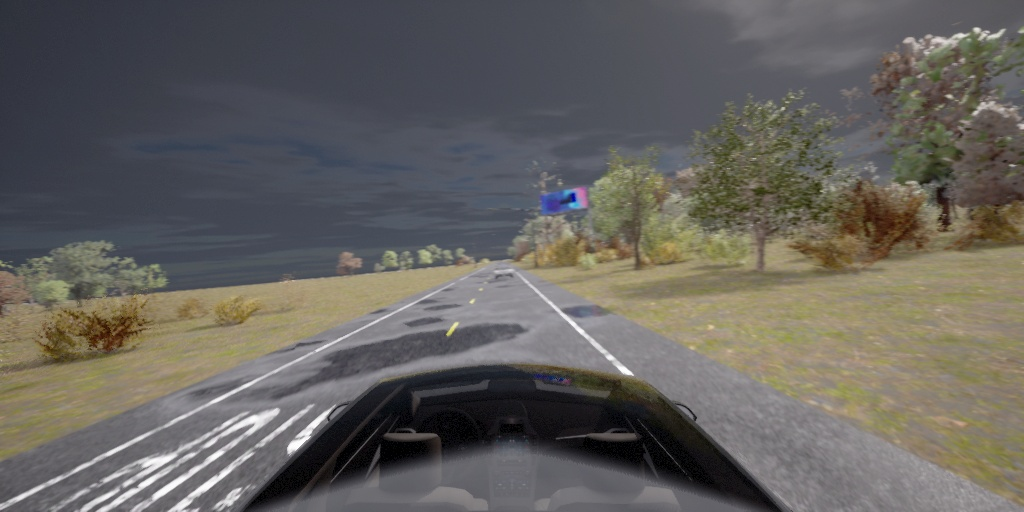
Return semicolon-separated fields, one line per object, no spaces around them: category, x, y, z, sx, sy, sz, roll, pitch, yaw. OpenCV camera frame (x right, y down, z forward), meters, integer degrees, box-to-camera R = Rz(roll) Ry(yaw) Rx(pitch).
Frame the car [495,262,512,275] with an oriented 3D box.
car;-1.148;1.694;49.697;2.128;1.511;4.902;-6;0;-1

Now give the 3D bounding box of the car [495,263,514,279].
car;-0.842;1.690;38.098;1.895;1.301;4.718;-6;0;-1
